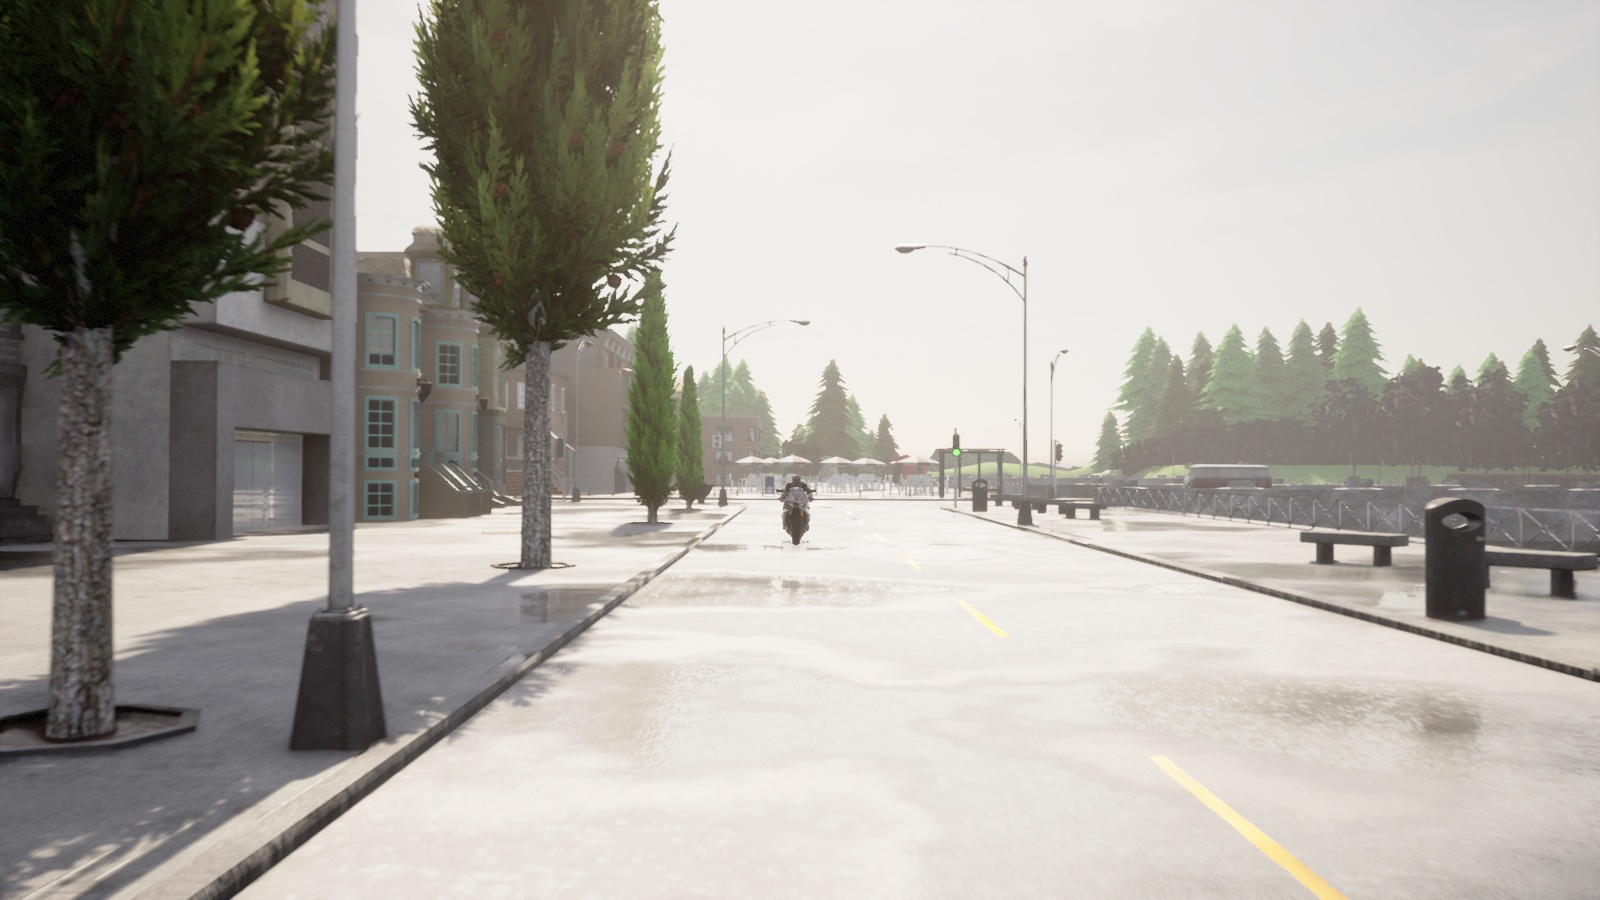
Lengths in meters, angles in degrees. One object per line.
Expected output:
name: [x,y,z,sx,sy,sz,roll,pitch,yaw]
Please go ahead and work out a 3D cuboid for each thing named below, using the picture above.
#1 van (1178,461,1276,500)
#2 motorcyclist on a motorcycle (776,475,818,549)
van: [22.059,1.566,64.920,4.442,1.987,1.775,0,-1,1]
motorcyclist on a motorcycle: [-0.071,1.306,27.220,0.866,1.530,2.191,0,-1,0]
